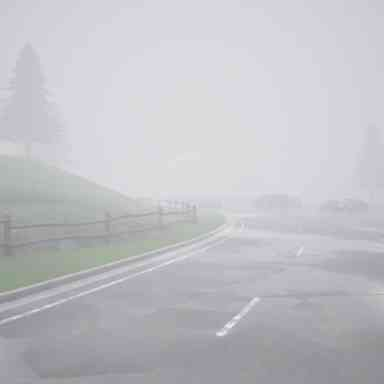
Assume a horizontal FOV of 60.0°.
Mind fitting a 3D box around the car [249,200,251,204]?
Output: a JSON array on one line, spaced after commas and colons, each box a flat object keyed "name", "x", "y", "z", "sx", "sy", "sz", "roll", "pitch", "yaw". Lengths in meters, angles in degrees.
[{"name": "car", "x": 12.109, "y": 1.547, "z": 56.599, "sx": 2.033, "sy": 1.411, "sz": 5.357, "roll": 0, "pitch": 0, "yaw": -33}]

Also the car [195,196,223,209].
[{"name": "car", "x": 2.532, "y": 1.526, "z": 44.225, "sx": 1.812, "sy": 1.442, "sz": 4.674, "roll": 0, "pitch": 0, "yaw": -23}]

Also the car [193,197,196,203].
[{"name": "car", "x": 1.365, "y": 1.492, "z": 59.035, "sx": 2.128, "sy": 1.511, "sz": 4.902, "roll": 0, "pitch": 0, "yaw": -41}]

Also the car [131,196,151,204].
[{"name": "car", "x": -9.338, "y": 1.492, "z": 60.627, "sx": 2.128, "sy": 1.511, "sz": 4.902, "roll": 0, "pitch": 0, "yaw": -43}]

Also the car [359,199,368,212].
[{"name": "car", "x": 18.660, "y": 1.505, "z": 39.415, "sx": 1.837, "sy": 1.490, "sz": 4.892, "roll": 0, "pitch": 0, "yaw": -10}]

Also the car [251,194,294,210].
[{"name": "car", "x": 10.410, "y": 1.221, "z": 43.499, "sx": 2.150, "sy": 2.045, "sz": 5.566, "roll": 0, "pitch": 0, "yaw": -21}]

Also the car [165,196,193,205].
[{"name": "car", "x": -2.688, "y": 1.478, "z": 58.464, "sx": 1.882, "sy": 1.535, "sz": 5.008, "roll": 0, "pitch": 0, "yaw": -42}]

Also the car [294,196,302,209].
[{"name": "car", "x": 13.122, "y": 1.352, "z": 46.134, "sx": 2.097, "sy": 1.767, "sz": 4.553, "roll": 0, "pitch": 0, "yaw": -20}]

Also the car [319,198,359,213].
[{"name": "car", "x": 15.661, "y": 1.526, "z": 36.278, "sx": 1.812, "sy": 1.442, "sz": 4.674, "roll": 0, "pitch": 0, "yaw": -8}]
